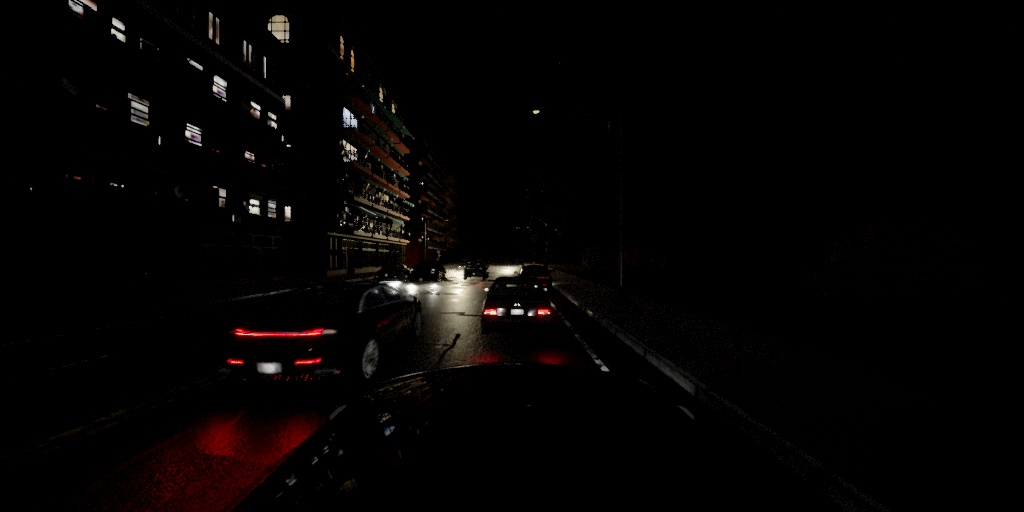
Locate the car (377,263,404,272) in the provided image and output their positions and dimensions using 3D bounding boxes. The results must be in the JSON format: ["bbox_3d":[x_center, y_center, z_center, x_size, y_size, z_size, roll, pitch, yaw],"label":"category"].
[{"bbox_3d":[-9.790,1.316,29.918,1.994,1.385,4.181,0,0,0],"label":"car"}]

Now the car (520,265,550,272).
[{"bbox_3d":[1.177,1.257,20.219,1.837,1.490,4.892,0,0,0],"label":"car"}]

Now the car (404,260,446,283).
[{"bbox_3d":[-6.543,1.104,27.980,2.097,1.767,4.553,0,0,0],"label":"car"}]

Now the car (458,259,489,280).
[{"bbox_3d":[-3.086,1.244,31.463,2.128,1.511,4.902,0,0,0],"label":"car"}]

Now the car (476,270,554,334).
[{"bbox_3d":[0.120,1.299,10.531,2.033,1.411,5.357,0,0,0],"label":"car"}]

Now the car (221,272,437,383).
[{"bbox_3d":[-3.141,1.242,7.076,2.128,1.511,4.902,0,0,0],"label":"car"}]
